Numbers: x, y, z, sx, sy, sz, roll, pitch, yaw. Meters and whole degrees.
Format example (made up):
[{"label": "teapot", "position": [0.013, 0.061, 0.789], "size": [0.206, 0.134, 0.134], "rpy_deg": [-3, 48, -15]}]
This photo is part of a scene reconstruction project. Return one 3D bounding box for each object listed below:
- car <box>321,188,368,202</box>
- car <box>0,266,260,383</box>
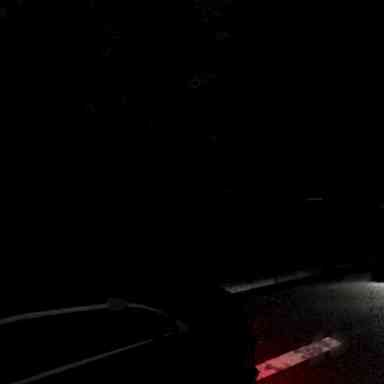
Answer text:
[{"label": "car", "position": [15.740, 0.336, 34.493], "size": [1.812, 1.442, 4.674], "rpy_deg": [1, 3, -31]}, {"label": "car", "position": [-1.649, 1.460, 2.500], "size": [4.902, 1.511, 2.128], "rpy_deg": [0, 1, -35]}]
